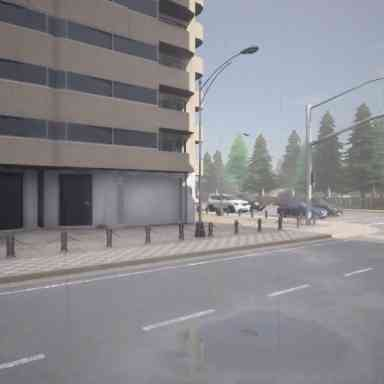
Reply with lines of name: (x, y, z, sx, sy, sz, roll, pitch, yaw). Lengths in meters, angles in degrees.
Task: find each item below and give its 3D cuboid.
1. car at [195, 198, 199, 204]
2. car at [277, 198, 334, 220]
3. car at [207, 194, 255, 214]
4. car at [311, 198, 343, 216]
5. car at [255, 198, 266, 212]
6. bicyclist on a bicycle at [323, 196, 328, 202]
car: (-0.537, 1.581, 61.748, 1.812, 1.442, 4.674, 0, 0, -36)
car: (9.647, 1.581, 29.351, 1.812, 1.442, 4.674, 0, 0, -36)
car: (3.971, 1.276, 37.215, 2.150, 2.045, 5.566, 0, 0, -36)
car: (12.053, 1.407, 31.993, 2.097, 1.767, 4.553, 0, 0, -36)
car: (6.277, 1.271, 40.002, 2.150, 2.045, 5.566, 0, 1, -36)
bicyclist on a bicycle: (17.327, 1.356, 43.456, 1.656, 1.620, 0.582, 0, 0, -36)
